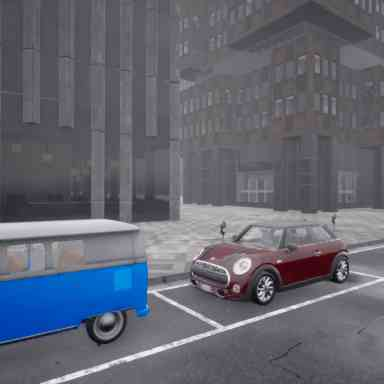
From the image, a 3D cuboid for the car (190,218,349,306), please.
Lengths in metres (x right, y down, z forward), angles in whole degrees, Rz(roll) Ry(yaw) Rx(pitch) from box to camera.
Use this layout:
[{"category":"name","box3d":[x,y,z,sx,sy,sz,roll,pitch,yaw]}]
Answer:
[{"category":"car","box3d":[1.920,1.441,7.987,4.097,1.590,1.967,0,0,-35]}]

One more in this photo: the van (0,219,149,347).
[{"category":"van","box3d":[-2.591,1.341,4.798,3.998,1.788,1.690,0,0,-35]}]
